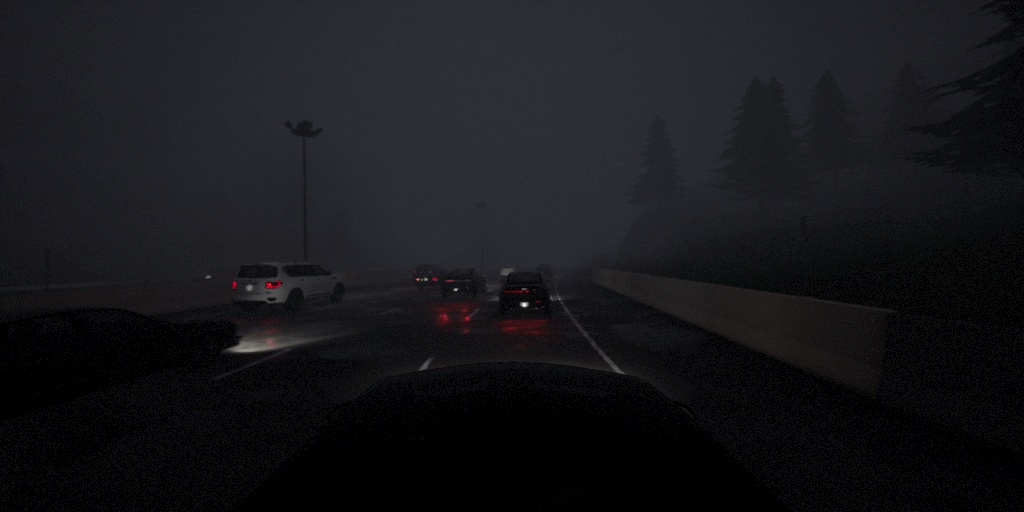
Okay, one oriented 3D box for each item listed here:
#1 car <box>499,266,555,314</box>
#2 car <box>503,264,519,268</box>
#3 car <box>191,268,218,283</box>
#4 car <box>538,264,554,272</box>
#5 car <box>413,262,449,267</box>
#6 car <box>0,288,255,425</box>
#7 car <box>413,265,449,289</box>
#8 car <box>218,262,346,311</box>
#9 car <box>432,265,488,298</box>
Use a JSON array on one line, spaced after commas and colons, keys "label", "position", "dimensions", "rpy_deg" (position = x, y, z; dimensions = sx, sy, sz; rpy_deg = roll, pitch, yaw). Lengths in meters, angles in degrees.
[{"label": "car", "position": [0.538, 1.370, 14.454], "dimensions": [1.837, 1.490, 4.892], "rpy_deg": [-1, 0, 3]}, {"label": "car", "position": [-0.040, 1.634, 38.684], "dimensions": [1.812, 1.442, 4.674], "rpy_deg": [-1, 0, 11]}, {"label": "car", "position": [-29.063, 1.972, 35.754], "dimensions": [2.097, 1.767, 4.553], "rpy_deg": [-1, -1, 9]}, {"label": "car", "position": [3.527, 1.569, 38.720], "dimensions": [1.812, 1.442, 4.674], "rpy_deg": [-1, 0, 11]}, {"label": "car", "position": [-7.803, 1.566, 34.736], "dimensions": [2.097, 1.767, 4.553], "rpy_deg": [-1, -1, 9]}, {"label": "car", "position": [-6.794, 1.458, 5.229], "dimensions": [2.033, 1.411, 5.357], "rpy_deg": [-1, -1, 1]}, {"label": "car", "position": [-5.456, 1.639, 26.467], "dimensions": [2.033, 1.411, 5.357], "rpy_deg": [-1, -1, 7]}, {"label": "car", "position": [-9.894, 1.299, 16.425], "dimensions": [2.150, 2.045, 5.566], "rpy_deg": [-1, 0, 3]}, {"label": "car", "position": [-2.575, 1.469, 20.160], "dimensions": [2.128, 1.511, 4.902], "rpy_deg": [-1, 0, 5]}]
